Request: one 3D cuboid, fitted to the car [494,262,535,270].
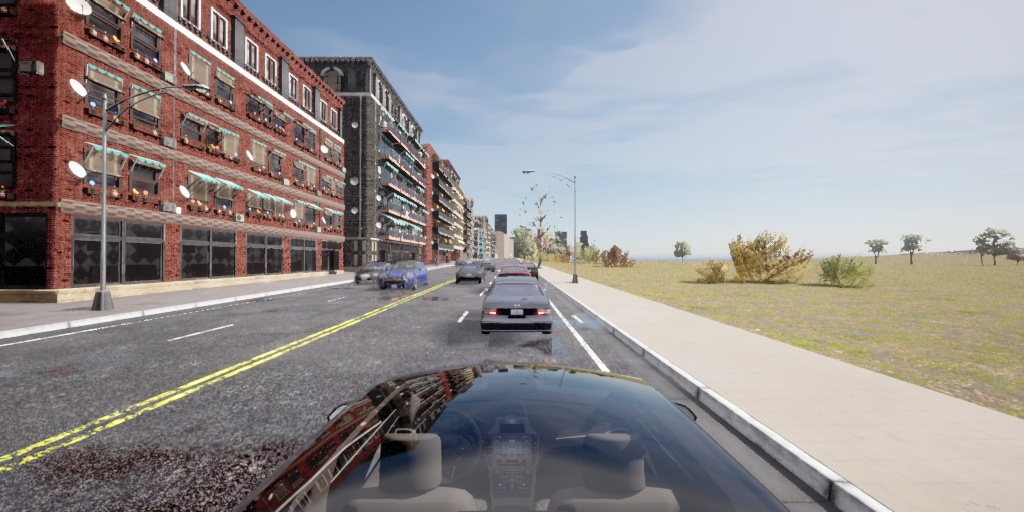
[{"bbox_3d":[0.139,1.231,21.085,1.882,1.535,5.008,0,0,0],"label":"car"}]

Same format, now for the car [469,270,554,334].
[{"bbox_3d":[0.115,1.299,10.545,2.033,1.411,5.357,0,0,0],"label":"car"}]

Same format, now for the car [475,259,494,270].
[{"bbox_3d":[-3.067,1.245,45.394,2.128,1.511,4.902,0,0,0],"label":"car"}]

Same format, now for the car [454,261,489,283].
[{"bbox_3d":[-3.102,1.317,27.694,1.994,1.385,4.181,0,0,0],"label":"car"}]

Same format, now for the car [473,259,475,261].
[{"bbox_3d":[-6.433,1.315,64.743,1.994,1.385,4.181,0,0,1],"label":"car"}]

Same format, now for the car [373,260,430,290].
[{"bbox_3d":[-6.563,1.105,22.243,2.097,1.767,4.553,0,0,0],"label":"car"}]

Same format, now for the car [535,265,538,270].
[{"bbox_3d":[1.192,1.232,30.522,1.882,1.535,5.008,0,0,0],"label":"car"}]

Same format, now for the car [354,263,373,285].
[{"bbox_3d":[-9.806,1.245,26.275,2.128,1.511,4.902,0,0,0],"label":"car"}]
